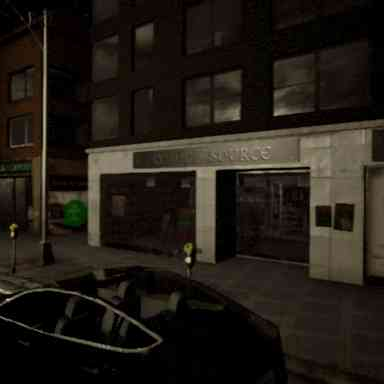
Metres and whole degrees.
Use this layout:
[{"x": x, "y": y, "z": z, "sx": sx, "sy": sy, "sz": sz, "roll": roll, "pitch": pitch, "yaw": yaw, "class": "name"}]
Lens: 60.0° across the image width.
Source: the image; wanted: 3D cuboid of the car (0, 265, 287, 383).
[{"x": -1.105, "y": 1.565, "z": 3.858, "sx": 4.313, "sy": 1.339, "sz": 1.947, "roll": 0, "pitch": 1, "yaw": 36, "class": "car"}]
